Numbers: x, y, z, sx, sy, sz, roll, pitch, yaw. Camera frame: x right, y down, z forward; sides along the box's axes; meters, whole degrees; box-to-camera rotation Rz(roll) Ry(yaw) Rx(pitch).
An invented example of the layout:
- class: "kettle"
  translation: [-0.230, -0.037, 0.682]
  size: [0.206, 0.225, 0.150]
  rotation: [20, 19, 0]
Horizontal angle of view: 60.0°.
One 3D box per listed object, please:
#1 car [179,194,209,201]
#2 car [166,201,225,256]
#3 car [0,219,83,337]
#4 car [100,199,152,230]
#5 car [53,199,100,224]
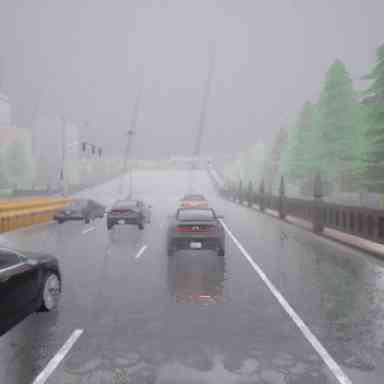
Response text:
- class: "car"
  translation: [0.140, 0.897, 23.818]
  size: [2.097, 1.767, 4.553]
  rotation: [0, 1, 0]
- class: "car"
  translation: [0.121, 1.271, 12.030]
  size: [1.837, 1.490, 4.892]
  rotation: [0, 1, 0]
- class: "car"
  translation: [-3.395, 1.400, 4.440]
  size: [2.128, 1.511, 4.902]
  rotation: [0, 1, 0]
- class: "car"
  translation: [-3.368, 1.151, 18.378]
  size: [1.837, 1.490, 4.892]
  rotation: [0, 1, 0]
- class: "car"
  translation: [-6.864, 1.144, 20.930]
  size: [2.033, 1.411, 5.357]
  rotation: [0, 1, 0]
